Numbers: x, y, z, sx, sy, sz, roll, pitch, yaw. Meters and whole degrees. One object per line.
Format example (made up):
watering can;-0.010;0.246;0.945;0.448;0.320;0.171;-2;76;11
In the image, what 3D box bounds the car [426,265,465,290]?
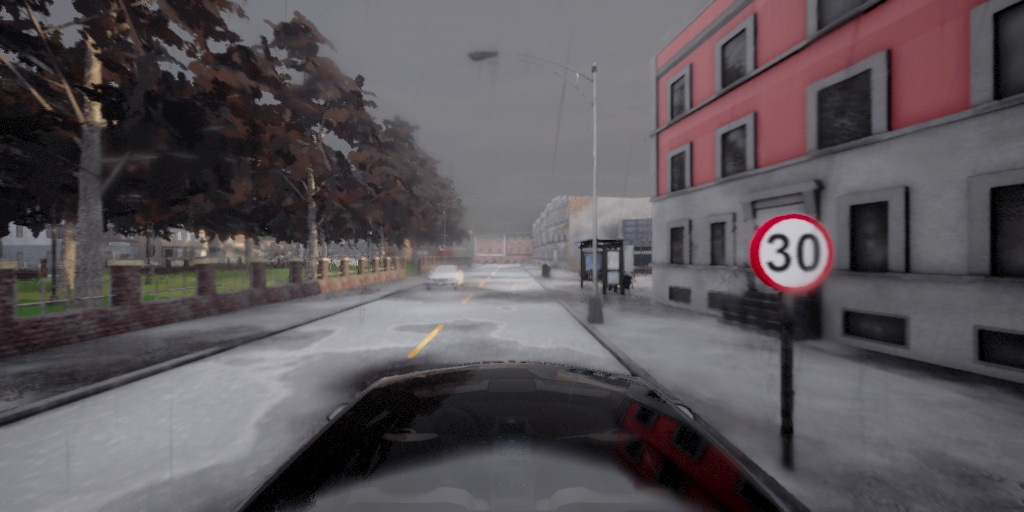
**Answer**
car;-4.073;1.290;22.545;1.812;1.442;4.674;0;0;0
